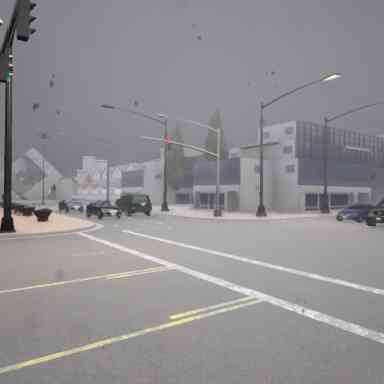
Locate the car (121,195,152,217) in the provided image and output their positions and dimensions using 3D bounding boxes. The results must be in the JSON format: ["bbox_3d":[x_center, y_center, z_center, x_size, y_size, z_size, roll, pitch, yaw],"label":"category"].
[{"bbox_3d":[-5.878,1.264,32.359,2.150,2.045,5.566,1,0,-33],"label":"car"}]

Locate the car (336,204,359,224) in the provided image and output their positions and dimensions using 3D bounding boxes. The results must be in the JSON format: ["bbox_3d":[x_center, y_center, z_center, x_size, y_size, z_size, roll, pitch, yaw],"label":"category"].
[{"bbox_3d":[13.411,1.681,26.482,4.674,1.442,1.812,1,0,-36],"label":"car"}]

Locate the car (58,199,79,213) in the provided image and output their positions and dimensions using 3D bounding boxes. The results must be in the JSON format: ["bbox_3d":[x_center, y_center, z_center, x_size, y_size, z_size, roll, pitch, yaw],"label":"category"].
[{"bbox_3d":[-13.651,1.499,37.373,2.128,1.511,4.902,1,0,-35],"label":"car"}]

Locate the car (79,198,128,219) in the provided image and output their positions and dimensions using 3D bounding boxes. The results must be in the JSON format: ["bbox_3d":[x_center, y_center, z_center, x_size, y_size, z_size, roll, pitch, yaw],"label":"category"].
[{"bbox_3d":[-7.749,1.501,28.899,2.128,1.511,4.902,1,0,-35],"label":"car"}]

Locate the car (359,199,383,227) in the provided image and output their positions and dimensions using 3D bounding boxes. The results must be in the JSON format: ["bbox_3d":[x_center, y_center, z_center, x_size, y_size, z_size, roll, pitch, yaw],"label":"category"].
[{"bbox_3d":[14.045,1.365,22.635,5.566,2.045,2.150,0,0,-36],"label":"car"}]
